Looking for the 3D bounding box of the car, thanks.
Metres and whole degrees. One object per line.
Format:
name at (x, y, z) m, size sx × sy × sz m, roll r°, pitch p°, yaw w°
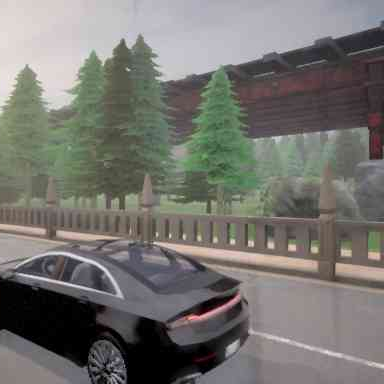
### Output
car at (-1.513, 1.493, 5.079) m, size 4.902 × 1.511 × 2.128 m, roll 0°, pitch 0°, yaw 36°
